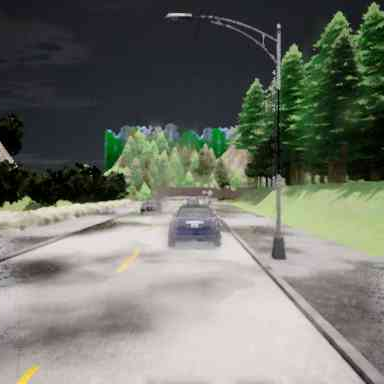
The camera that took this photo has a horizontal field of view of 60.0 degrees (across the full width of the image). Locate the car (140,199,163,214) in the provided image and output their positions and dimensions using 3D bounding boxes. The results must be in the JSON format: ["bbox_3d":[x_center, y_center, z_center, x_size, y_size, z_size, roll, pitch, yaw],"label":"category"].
[{"bbox_3d":[-4.061,1.457,33.998,1.994,1.385,4.181,0,0,0],"label":"car"}]

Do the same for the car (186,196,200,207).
[{"bbox_3d":[0.129,1.392,48.997,2.033,1.411,5.357,0,0,0],"label":"car"}]

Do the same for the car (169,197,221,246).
[{"bbox_3d":[0.109,1.305,15.076,2.097,1.767,4.553,0,0,0],"label":"car"}]
